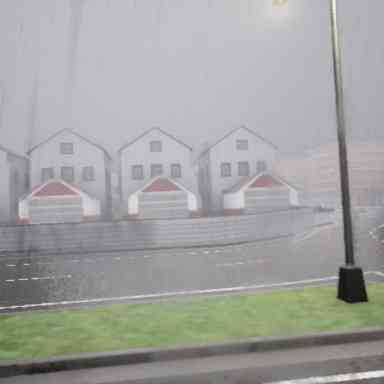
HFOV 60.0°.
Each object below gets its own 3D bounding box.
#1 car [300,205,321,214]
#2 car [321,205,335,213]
[{"bbox_3d":[18.946,2.936,55.454,1.837,1.490,4.892,-2,-2,-7],"label":"car"},{"bbox_3d":[22.303,2.887,56.992,2.033,1.411,5.357,-2,-2,-7],"label":"car"}]
